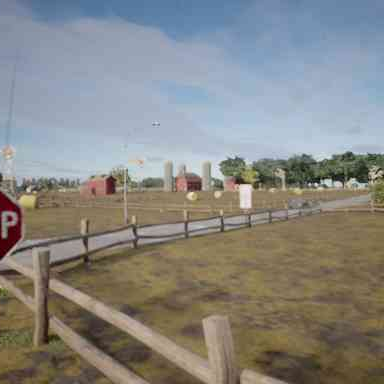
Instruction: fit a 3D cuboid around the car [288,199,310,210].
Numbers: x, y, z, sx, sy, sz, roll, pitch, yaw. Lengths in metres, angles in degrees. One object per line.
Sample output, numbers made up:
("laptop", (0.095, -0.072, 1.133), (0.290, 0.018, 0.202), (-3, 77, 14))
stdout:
("car", (15.704, 1.767, 48.678), (2.033, 1.411, 5.357), (-2, 0, 36))
